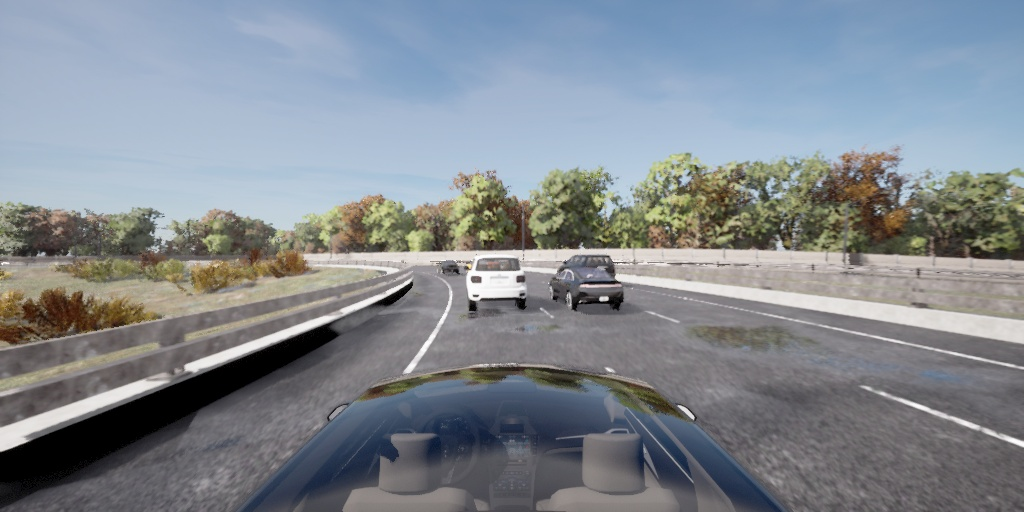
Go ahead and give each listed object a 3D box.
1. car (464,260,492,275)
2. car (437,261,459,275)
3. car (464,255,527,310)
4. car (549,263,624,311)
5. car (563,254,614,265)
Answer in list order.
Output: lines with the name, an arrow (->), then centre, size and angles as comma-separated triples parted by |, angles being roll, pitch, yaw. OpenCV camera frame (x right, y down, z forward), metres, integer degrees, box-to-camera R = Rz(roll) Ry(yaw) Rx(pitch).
car -> -3.946, 1.248, 41.192 | 1.882, 1.535, 5.008 | 0, 0, -21
car -> -7.111, 1.306, 39.651 | 1.837, 1.490, 4.892 | 0, 0, -21
car -> -0.789, 0.974, 14.976 | 2.150, 2.045, 5.566 | 0, 0, -8
car -> 2.756, 1.210, 14.268 | 2.128, 1.511, 4.902 | 0, 0, -7
car -> 4.829, 0.916, 23.806 | 2.150, 2.045, 5.566 | 0, 0, -12
